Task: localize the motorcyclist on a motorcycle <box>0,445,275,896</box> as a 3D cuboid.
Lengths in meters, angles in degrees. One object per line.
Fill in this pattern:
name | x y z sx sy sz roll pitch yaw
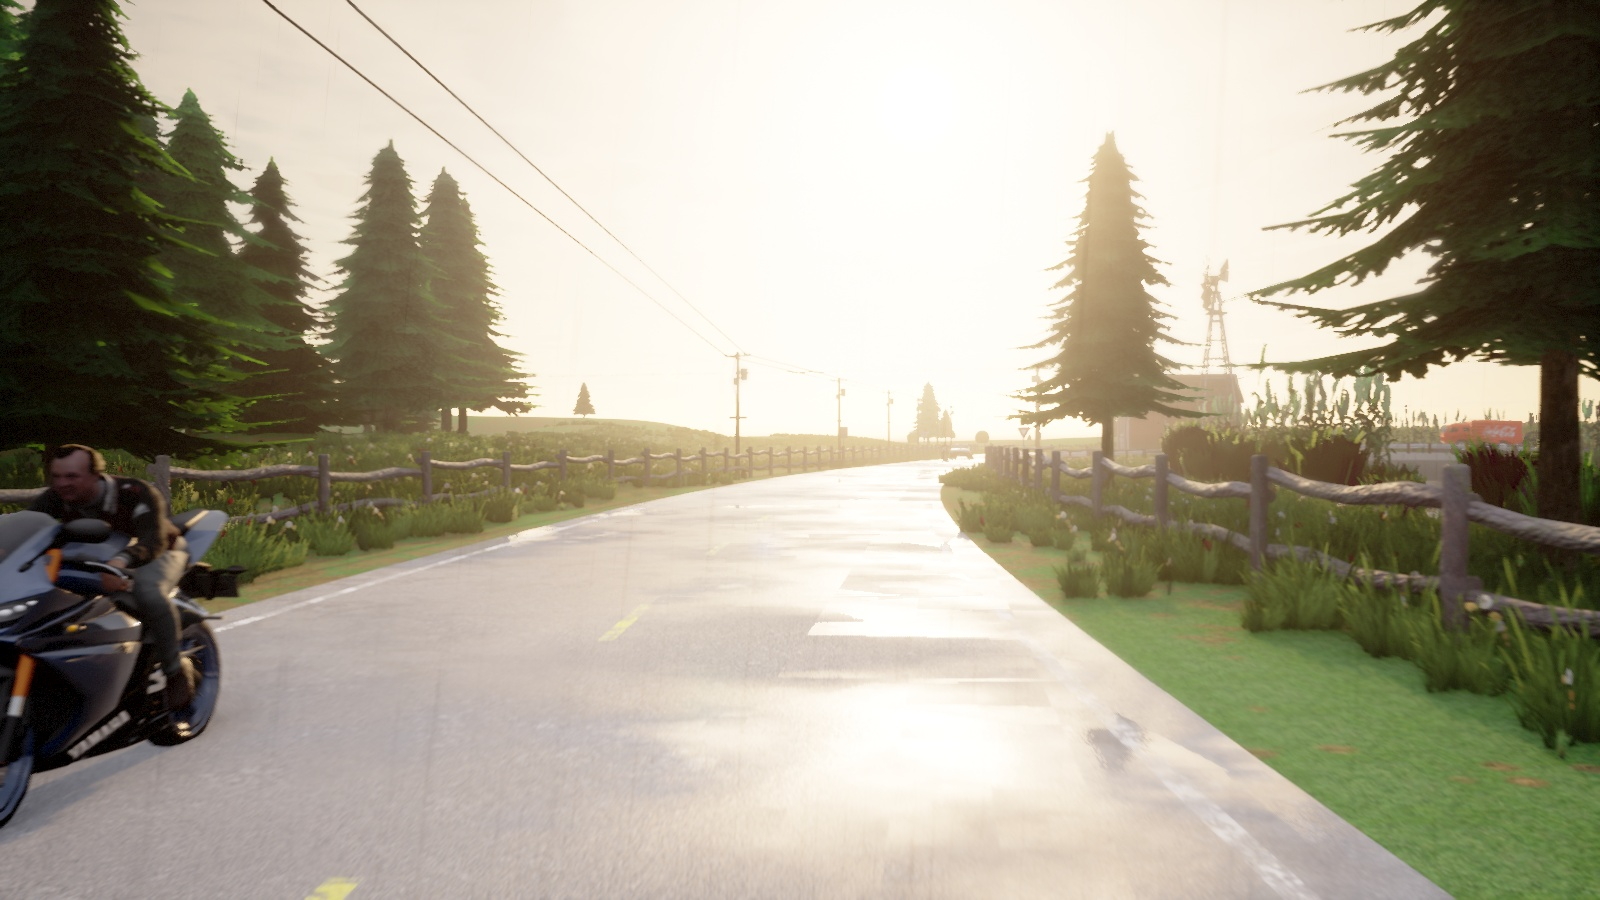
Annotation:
motorcyclist on a motorcycle | -3.144 0.748 5.363 0.866 1.530 2.191 0 0 1
